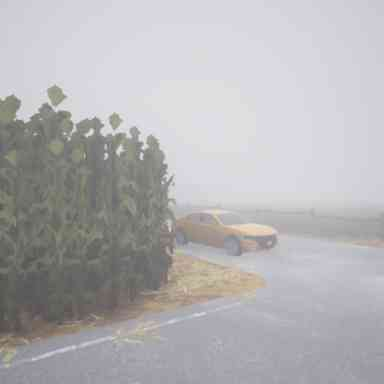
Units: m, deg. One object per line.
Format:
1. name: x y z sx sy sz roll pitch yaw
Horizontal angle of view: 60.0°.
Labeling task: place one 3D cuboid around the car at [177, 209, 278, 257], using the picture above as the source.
1. car: 1.137 1.482 13.430 1.882 1.535 5.008 0 0 -38
